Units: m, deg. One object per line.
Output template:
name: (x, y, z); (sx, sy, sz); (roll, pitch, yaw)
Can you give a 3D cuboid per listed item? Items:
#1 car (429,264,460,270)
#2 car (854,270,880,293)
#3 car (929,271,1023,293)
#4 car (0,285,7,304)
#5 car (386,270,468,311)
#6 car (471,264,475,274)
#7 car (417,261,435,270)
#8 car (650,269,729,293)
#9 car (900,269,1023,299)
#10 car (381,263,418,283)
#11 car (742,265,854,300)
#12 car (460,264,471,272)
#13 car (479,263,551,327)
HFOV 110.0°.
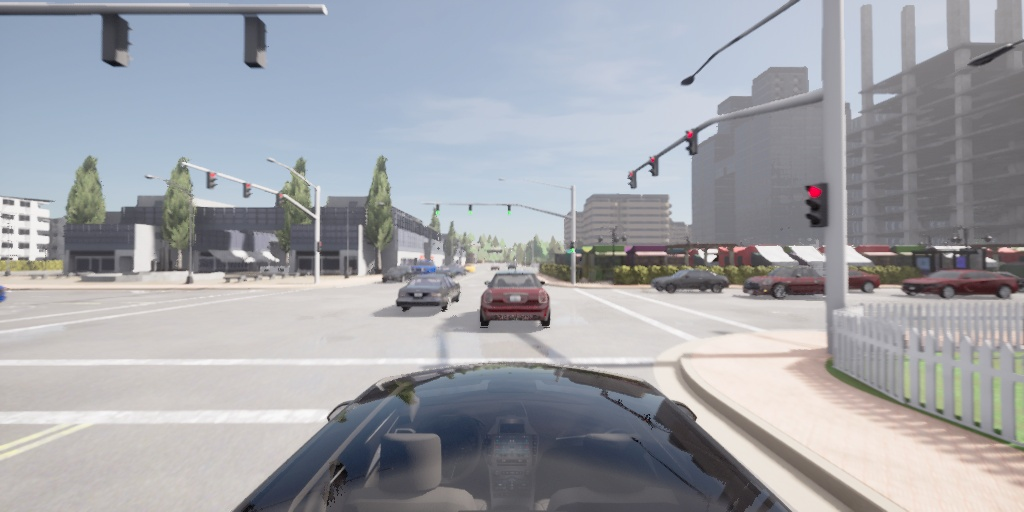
car: (-7.098, 1.833, 38.135); (1.994, 1.385, 4.181); (0, -1, 0)
car: (20.557, 1.532, 23.020); (5.008, 1.535, 1.882); (0, -1, -1)
car: (30.456, 1.659, 23.262); (4.718, 1.301, 1.895); (0, -1, -1)
car: (-24.281, 1.414, 14.820); (5.008, 1.535, 1.882); (0, -1, -2)
car: (-3.400, 1.494, 15.506); (2.033, 1.411, 5.357); (0, -1, 0)
car: (-7.007, 2.023, 57.590); (1.882, 1.535, 5.008); (0, -1, 0)
car: (-10.591, 1.565, 43.425); (2.150, 2.045, 5.566); (0, -1, 0)
car: (11.233, 1.576, 22.765); (4.674, 1.442, 1.812); (0, -1, -1)
car: (24.294, 1.483, 19.609); (5.008, 1.535, 1.882); (0, -1, -1)
car: (-10.600, 1.708, 33.560); (1.837, 1.490, 4.892); (0, -1, 0)
car: (15.081, 1.354, 19.381); (4.553, 1.767, 2.097); (0, -1, -1)
car: (-7.081, 1.948, 47.377); (2.033, 1.411, 5.357); (0, -1, 0)
car: (0.098, 1.253, 12.284); (2.097, 1.767, 4.553); (0, -1, 0)
